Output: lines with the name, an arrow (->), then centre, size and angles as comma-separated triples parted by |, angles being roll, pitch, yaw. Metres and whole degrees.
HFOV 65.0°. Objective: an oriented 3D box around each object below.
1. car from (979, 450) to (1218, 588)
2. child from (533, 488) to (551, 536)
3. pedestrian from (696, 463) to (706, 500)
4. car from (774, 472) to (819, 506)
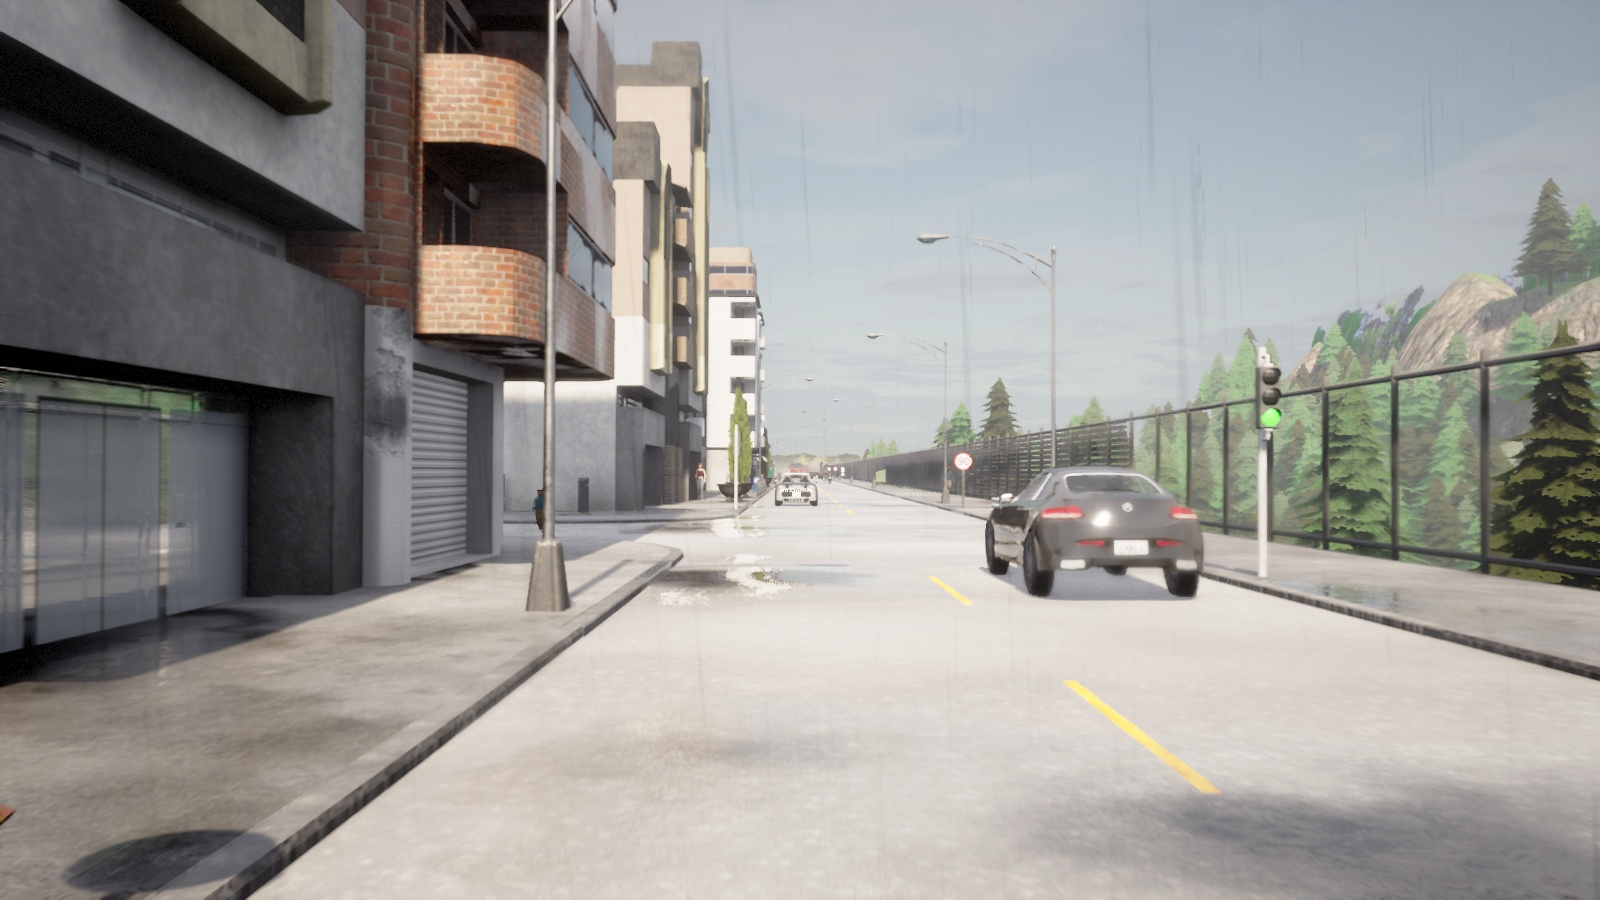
car -> 3.954, 0.873, 17.653 | 2.152, 1.651, 5.027 | 0, -1, 0
child -> -6.478, 1.549, 31.551 | 0.343, 1.192, 0.448 | 0, -1, 0
pedestrian -> -4.951, 1.593, 62.694 | 0.345, 1.836, 0.594 | 0, -1, 9
car -> -0.149, 1.732, 56.855 | 1.970, 1.475, 3.806 | 0, -1, 0
